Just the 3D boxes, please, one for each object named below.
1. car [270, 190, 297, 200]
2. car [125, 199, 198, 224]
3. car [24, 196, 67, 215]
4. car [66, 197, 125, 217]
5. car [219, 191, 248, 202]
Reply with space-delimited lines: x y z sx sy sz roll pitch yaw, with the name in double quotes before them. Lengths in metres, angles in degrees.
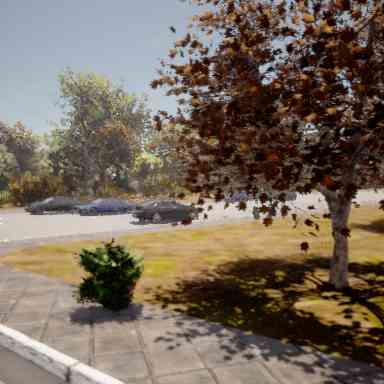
"car" 10.372 0.349 39.480 4.181 1.385 1.994 -4 3 -29
"car" -1.738 1.222 22.488 4.892 1.490 1.837 -1 1 -40
"car" -11.510 1.109 27.974 4.674 1.442 1.812 -1 2 -41
"car" -7.050 1.145 27.274 5.357 1.411 2.033 -1 2 -40
"car" 4.749 0.523 40.160 4.181 1.385 1.994 -3 3 -32
